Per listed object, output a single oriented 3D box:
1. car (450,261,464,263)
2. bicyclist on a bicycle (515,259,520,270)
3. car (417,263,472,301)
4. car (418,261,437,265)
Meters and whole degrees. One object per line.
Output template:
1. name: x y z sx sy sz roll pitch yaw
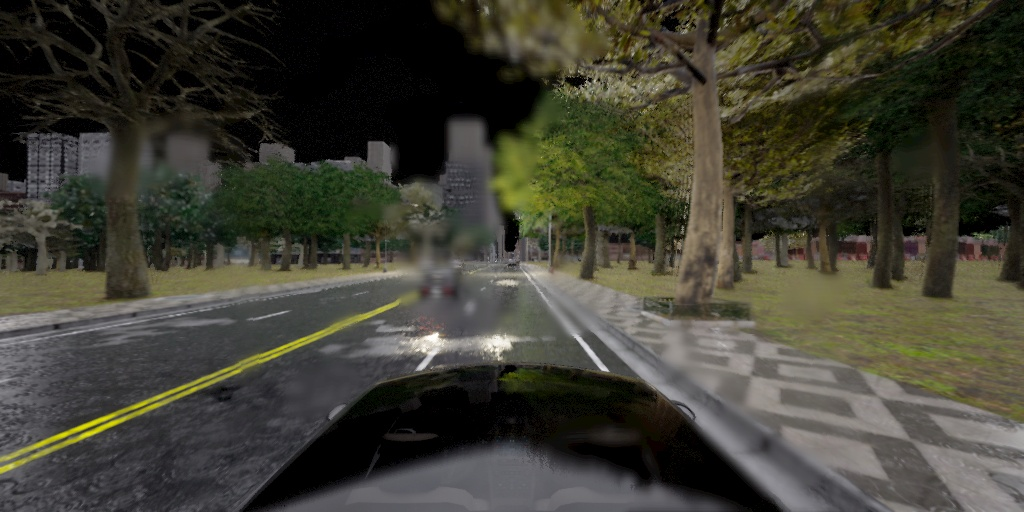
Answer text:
1. car: -6.581 1.320 42.584 2.128 1.511 4.902 0 0 0
2. bicyclist on a bicycle: 0.891 1.248 53.023 0.659 1.776 1.843 0 0 0
3. car: -3.151 1.270 17.407 1.837 1.490 4.892 0 0 0
4. car: -9.833 1.333 42.362 1.837 1.490 4.892 0 -1 0
